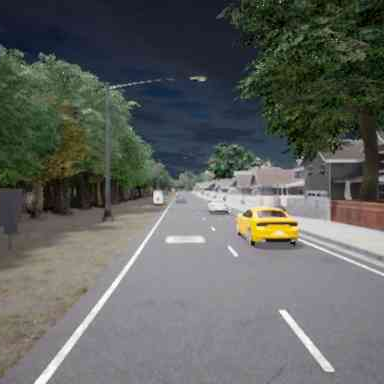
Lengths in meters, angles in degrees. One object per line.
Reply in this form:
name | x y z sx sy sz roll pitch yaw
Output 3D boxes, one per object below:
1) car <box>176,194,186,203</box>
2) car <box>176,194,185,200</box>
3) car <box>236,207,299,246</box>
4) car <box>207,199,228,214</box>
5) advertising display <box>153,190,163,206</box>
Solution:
car | -2.022 1.365 62.046 2.033 1.411 5.357 0 0 -2
car | -2.762 1.146 80.790 1.994 1.385 4.181 0 0 -2
car | 3.244 1.423 15.153 1.882 1.535 5.008 0 0 -2
car | 2.566 1.416 34.086 1.812 1.442 4.674 0 0 -2
advertising display | -5.184 0.882 51.225 1.540 2.440 0.280 -1 1 -2
